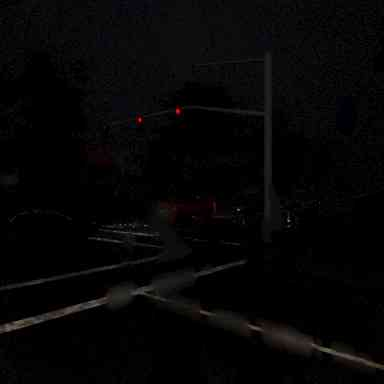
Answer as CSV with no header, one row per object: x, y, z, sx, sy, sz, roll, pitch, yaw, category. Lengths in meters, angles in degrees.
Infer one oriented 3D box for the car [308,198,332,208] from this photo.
18.891,1.601,49.123,1.895,1.301,4.718,0,0,41,car

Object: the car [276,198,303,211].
12.262,1.526,41.513,1.812,1.442,4.674,0,0,41,car

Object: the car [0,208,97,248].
-6.710,1.491,14.871,4.902,1.511,2.128,0,0,-43,car

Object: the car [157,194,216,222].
-0.342,1.221,27.004,2.150,2.045,5.566,0,0,41,car

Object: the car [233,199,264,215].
6.165,1.491,34.491,2.128,1.511,4.902,0,0,41,car
